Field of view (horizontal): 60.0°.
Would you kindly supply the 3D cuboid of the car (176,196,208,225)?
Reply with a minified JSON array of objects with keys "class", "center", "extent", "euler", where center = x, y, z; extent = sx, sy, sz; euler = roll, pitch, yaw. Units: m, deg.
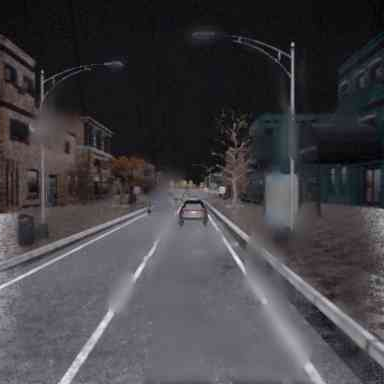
[{"class":"car","center":[0.103,1.367,23.783],"extent":[2.033,1.649,4.856],"euler":[0,0,0]}]

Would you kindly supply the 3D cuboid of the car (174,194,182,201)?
[{"class":"car","center":[-2.993,1.322,74.136],"extent":[1.837,1.490,4.892],"euler":[0,0,0]}]

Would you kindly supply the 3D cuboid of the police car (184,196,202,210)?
[{"class":"police car","center":[0.104,1.360,41.759],"extent":[2.038,1.542,4.974],"euler":[0,0,0]}]

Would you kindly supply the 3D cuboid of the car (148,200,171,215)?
[{"class":"car","center":[-3.090,1.463,32.143],"extent":[1.994,1.385,4.181],"euler":[0,0,0]}]
